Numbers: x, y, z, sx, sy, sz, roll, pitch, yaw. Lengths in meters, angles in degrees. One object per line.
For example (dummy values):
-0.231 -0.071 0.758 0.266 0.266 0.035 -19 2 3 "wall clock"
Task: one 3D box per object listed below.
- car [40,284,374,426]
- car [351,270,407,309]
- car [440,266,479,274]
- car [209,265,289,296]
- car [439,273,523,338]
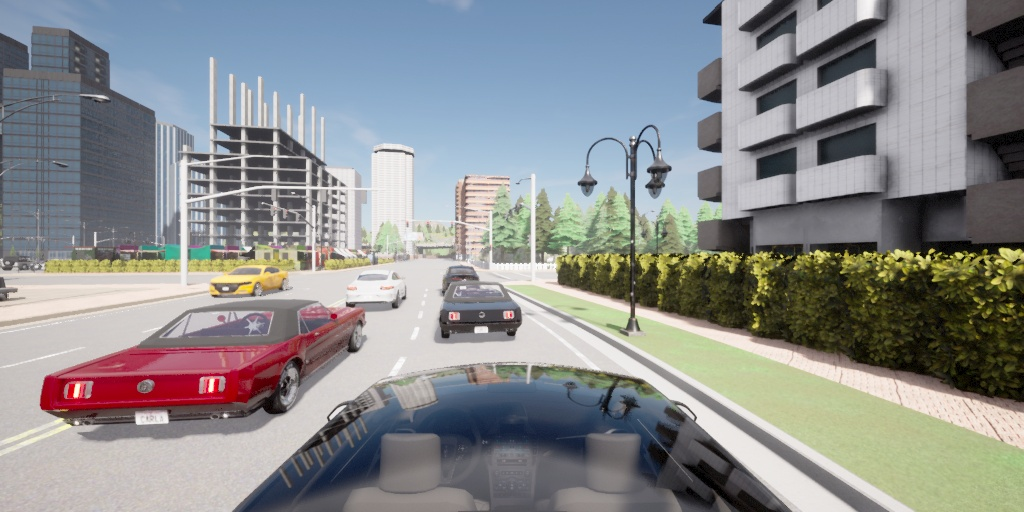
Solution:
-3.909 1.351 5.846 1.895 1.301 4.718 0 0 -7 "car"
-5.447 1.276 14.730 1.812 1.442 4.674 0 0 -11 "car"
-2.788 1.255 19.248 1.837 1.490 4.892 0 0 -12 "car"
-13.484 1.227 18.702 1.882 1.535 5.008 0 0 -12 "car"
-1.038 1.351 10.157 1.895 1.301 4.718 0 0 -9 "car"
